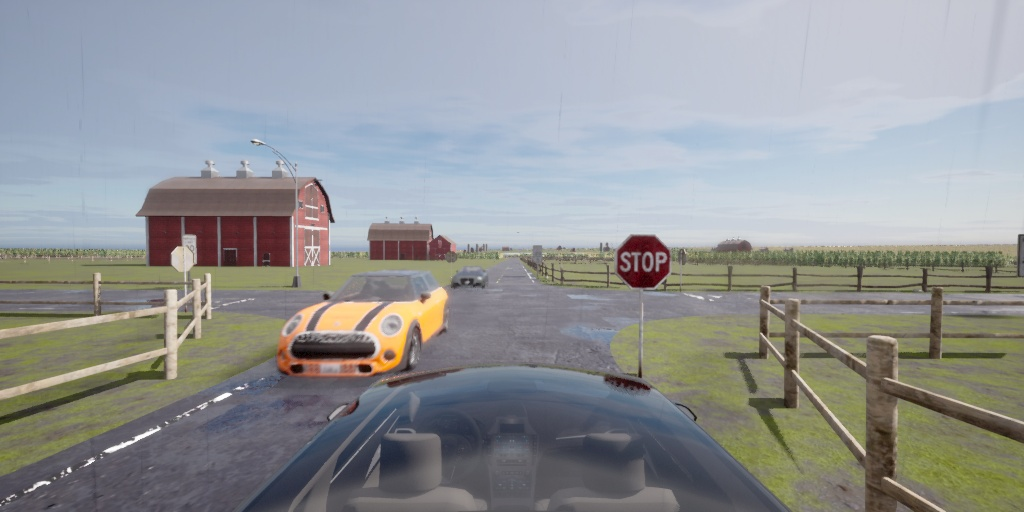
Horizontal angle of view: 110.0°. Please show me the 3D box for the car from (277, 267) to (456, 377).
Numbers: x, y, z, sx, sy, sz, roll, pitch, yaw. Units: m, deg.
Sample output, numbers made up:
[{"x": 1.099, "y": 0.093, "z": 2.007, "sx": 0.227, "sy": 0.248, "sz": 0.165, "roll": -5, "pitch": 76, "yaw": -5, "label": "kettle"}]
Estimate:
[{"x": -2.689, "y": 1.098, "z": 7.605, "sx": 2.097, "sy": 1.767, "sz": 4.553, "roll": 0, "pitch": 0, "yaw": 1, "label": "car"}]

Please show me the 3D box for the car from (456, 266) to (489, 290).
[{"x": -2.526, "y": 1.311, "z": 22.468, "sx": 1.994, "sy": 1.385, "sz": 4.181, "roll": 0, "pitch": 0, "yaw": 1, "label": "car"}]
